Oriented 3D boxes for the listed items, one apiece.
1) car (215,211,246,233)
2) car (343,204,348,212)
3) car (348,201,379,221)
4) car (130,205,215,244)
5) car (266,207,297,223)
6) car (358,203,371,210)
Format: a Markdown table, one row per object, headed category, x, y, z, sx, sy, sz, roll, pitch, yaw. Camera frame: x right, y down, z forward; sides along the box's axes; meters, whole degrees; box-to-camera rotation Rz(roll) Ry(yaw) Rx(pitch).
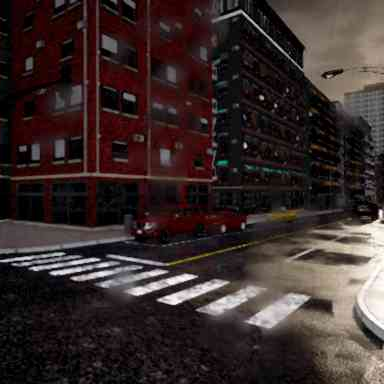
| category | x | y | z | sx | sy | sz | roll | pitch | yaw |
| --- | --- | --- | --- | --- | --- | --- | --- | --- | --- |
| car | 2.174 | 2.007 | 22.961 | 1.887 | 1.381 | 4.507 | -1 | -2 | 35 |
| car | 28.521 | 2.833 | 60.135 | 1.887 | 1.381 | 4.507 | -1 | -2 | 35 |
| car | 19.438 | 2.056 | 37.266 | 2.150 | 2.045 | 5.566 | 0 | -1 | 36 |
| car | -1.120 | 1.674 | 18.321 | 2.192 | 1.841 | 5.009 | -1 | -2 | 35 |
| car | 8.663 | 2.190 | 32.116 | 1.752 | 1.417 | 4.829 | -1 | -2 | 35 |
| car | 38.401 | 3.144 | 74.075 | 1.887 | 1.381 | 4.507 | -1 | -2 | 35 |
